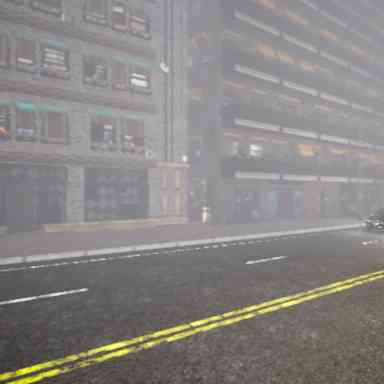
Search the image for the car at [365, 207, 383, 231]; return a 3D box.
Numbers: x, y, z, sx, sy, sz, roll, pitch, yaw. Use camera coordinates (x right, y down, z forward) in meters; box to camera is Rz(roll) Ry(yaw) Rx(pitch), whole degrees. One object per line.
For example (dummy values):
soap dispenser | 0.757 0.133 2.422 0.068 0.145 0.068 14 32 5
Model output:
car | 12.962 1.717 21.408 4.892 1.490 1.837 1 -1 -37
